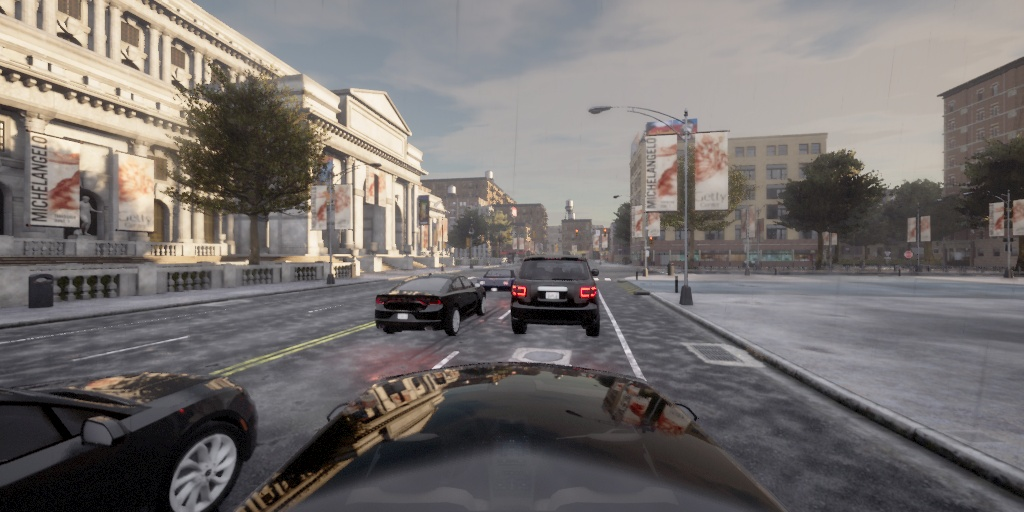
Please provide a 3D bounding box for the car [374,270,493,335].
[{"bbox_3d":[-2.110,1.231,10.641,1.882,1.535,5.008,0,0,9],"label":"car"}]

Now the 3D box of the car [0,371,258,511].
[{"bbox_3d":[-3.204,1.255,1.247,1.837,1.490,4.892,0,0,0],"label":"car"}]

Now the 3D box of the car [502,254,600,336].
[{"bbox_3d":[1.377,0.975,10.628,2.150,2.045,5.566,0,0,10],"label":"car"}]

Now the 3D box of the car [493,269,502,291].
[{"bbox_3d":[-0.452,1.357,19.763,1.895,1.301,4.718,0,0,11],"label":"car"}]
